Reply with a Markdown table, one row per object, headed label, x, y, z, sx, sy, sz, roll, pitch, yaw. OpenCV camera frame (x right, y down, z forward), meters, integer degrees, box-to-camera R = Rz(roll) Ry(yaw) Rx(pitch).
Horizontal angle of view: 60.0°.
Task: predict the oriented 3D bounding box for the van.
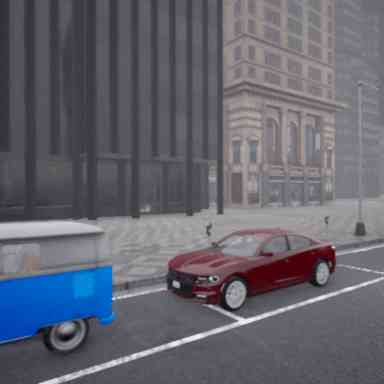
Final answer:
| label | x | y | z | sx | sy | sz | roll | pitch | yaw |
| --- | --- | --- | --- | --- | --- | --- | --- | --- | --- |
| van | -3.062 | 1.342 | 4.469 | 3.998 | 1.788 | 1.690 | 0 | 0 | -35 |

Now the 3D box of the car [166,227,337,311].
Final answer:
| label | x | y | z | sx | sy | sz | roll | pitch | yaw |
| --- | --- | --- | --- | --- | --- | --- | --- | --- | --- |
| car | 1.531 | 1.542 | 7.743 | 4.507 | 1.381 | 1.887 | 0 | 0 | -35 |
